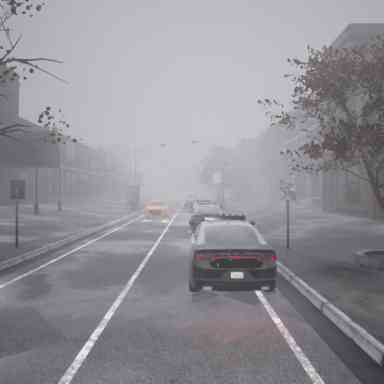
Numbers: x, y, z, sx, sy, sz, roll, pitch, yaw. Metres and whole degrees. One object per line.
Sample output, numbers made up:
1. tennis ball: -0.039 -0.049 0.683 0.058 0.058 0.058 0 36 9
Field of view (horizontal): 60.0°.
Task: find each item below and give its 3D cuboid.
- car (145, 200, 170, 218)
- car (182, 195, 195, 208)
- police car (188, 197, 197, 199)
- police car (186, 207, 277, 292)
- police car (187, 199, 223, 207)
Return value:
1. car: -3.077 1.481 30.303 1.882 1.535 5.008 0 0 0
2. car: -0.106 1.507 46.689 1.812 1.442 4.674 0 0 0
3. police car: 0.836 1.428 25.108 1.930 1.638 5.238 0 0 0
4. police car: 0.878 1.426 9.108 1.930 1.638 5.238 0 0 0
5. police car: 0.851 1.428 19.108 1.930 1.638 5.238 0 0 0
